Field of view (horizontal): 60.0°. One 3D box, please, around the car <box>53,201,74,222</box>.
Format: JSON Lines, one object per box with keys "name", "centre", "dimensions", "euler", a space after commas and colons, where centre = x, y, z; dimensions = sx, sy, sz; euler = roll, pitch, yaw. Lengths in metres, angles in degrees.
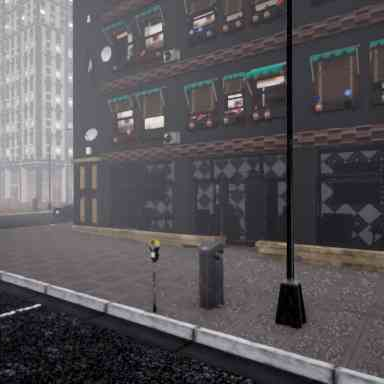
{"name": "car", "centre": [-7.349, 1.279, 22.815], "dimensions": [1.947, 1.339, 4.313], "euler": [1, 1, 35]}
